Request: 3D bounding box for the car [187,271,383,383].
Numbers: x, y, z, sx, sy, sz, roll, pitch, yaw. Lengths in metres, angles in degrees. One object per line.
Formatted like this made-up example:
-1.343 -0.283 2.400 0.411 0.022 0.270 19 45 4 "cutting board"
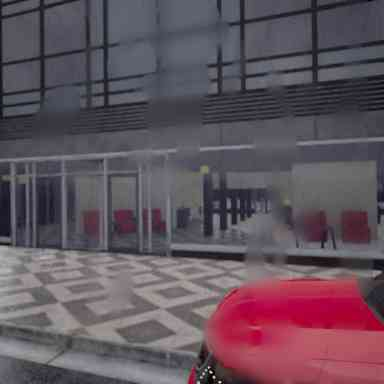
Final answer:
2.693 1.224 2.166 5.566 2.045 2.150 0 0 19 "car"
